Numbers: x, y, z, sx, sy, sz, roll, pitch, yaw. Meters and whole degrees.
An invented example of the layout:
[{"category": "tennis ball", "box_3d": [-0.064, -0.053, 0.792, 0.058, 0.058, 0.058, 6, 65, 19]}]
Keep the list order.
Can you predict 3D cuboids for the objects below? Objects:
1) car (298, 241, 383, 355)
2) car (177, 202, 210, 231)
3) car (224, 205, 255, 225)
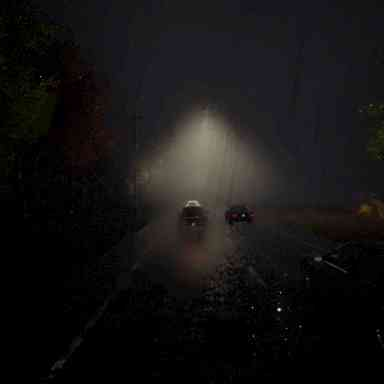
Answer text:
[{"category": "car", "box_3d": [3.527, 1.584, 5.831, 2.033, 1.411, 5.357, 0, 0, 0]}, {"category": "car", "box_3d": [0.099, 1.635, 21.424, 1.837, 1.490, 4.892, 0, 0, 0]}, {"category": "car", "box_3d": [3.586, 1.702, 25.687, 2.033, 1.411, 5.357, 0, 0, 0]}]
